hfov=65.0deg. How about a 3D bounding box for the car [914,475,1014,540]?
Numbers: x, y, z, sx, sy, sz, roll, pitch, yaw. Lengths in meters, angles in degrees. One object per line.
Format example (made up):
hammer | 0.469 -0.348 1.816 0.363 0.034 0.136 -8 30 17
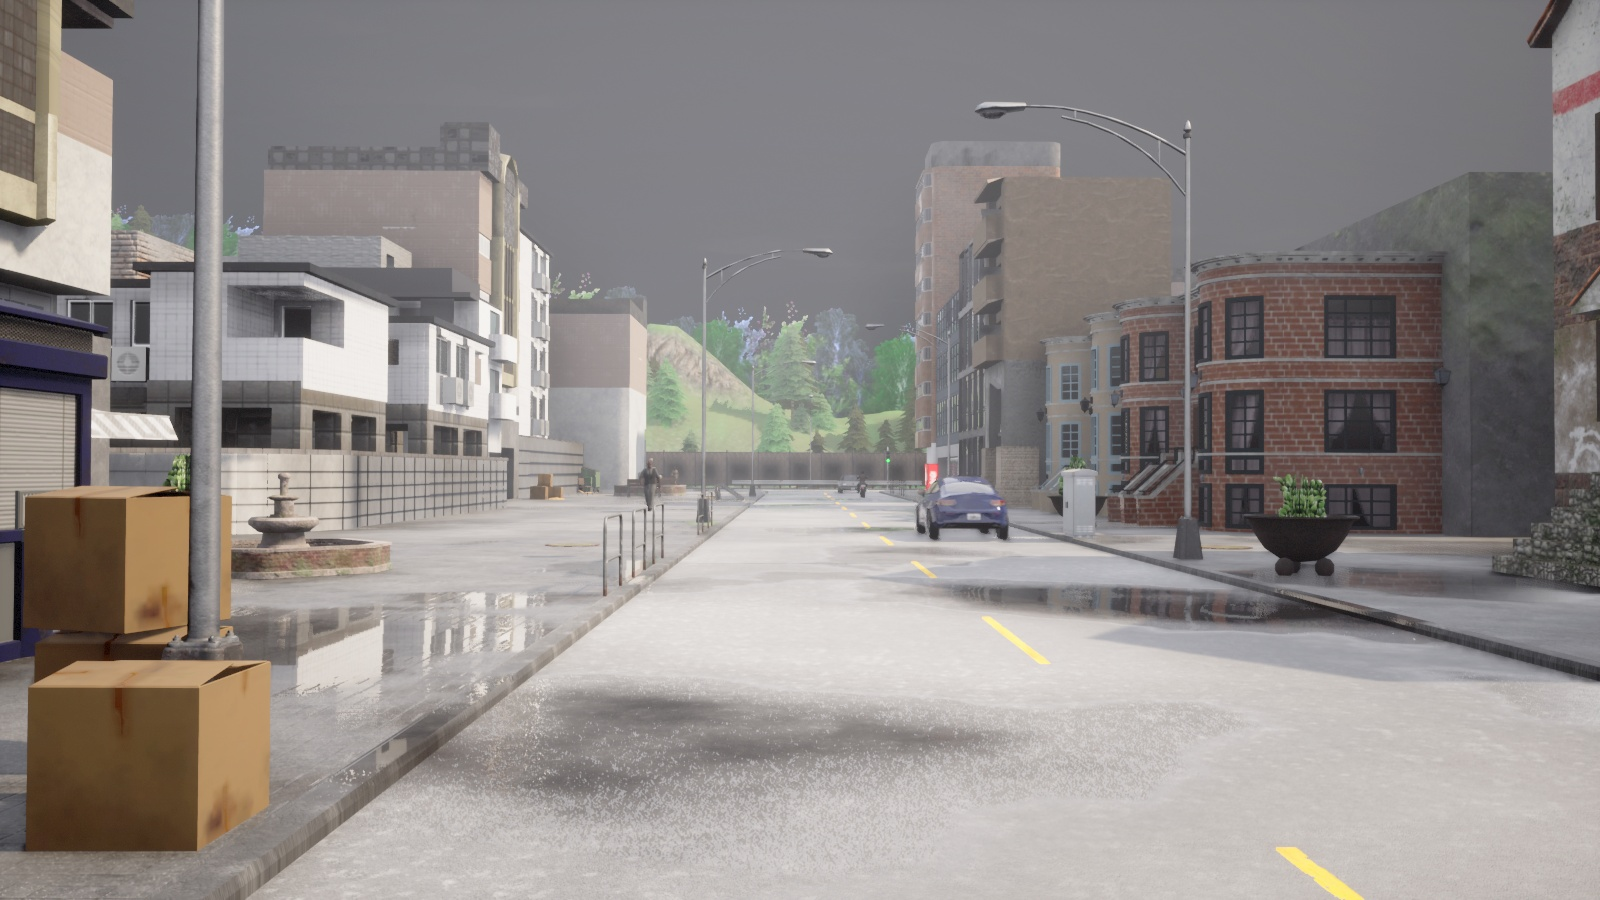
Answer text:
car | 3.900 1.337 30.551 1.812 1.442 4.674 0 -1 0

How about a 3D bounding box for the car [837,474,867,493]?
car | 3.700 2.402 89.600 1.895 1.301 4.718 0 -1 -1
